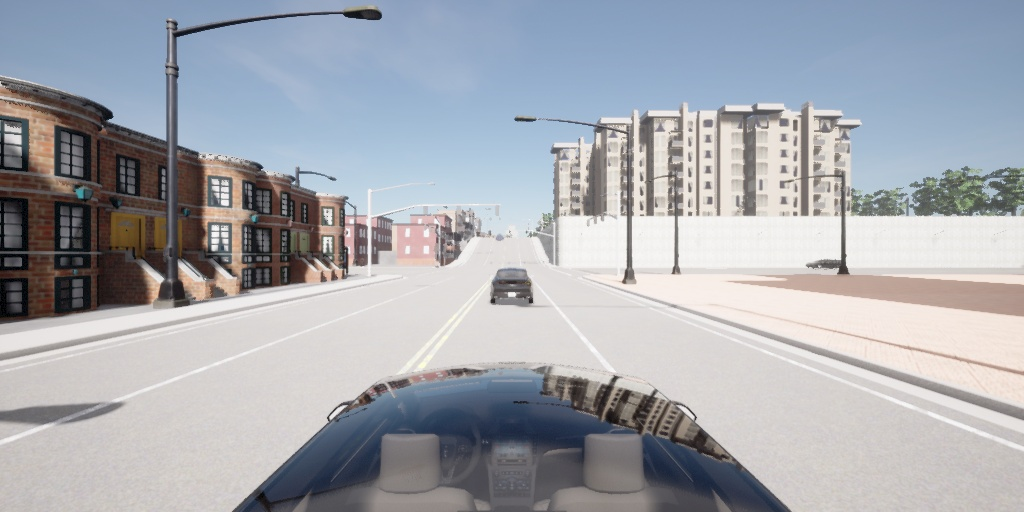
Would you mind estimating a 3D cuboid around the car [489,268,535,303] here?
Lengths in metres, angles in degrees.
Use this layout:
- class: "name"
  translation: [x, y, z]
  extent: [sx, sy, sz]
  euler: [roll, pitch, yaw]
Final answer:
- class: "car"
  translation: [0.000, 1.265, 16.500]
  extent: [1.837, 1.490, 4.892]
  euler: [0, 0, 0]
